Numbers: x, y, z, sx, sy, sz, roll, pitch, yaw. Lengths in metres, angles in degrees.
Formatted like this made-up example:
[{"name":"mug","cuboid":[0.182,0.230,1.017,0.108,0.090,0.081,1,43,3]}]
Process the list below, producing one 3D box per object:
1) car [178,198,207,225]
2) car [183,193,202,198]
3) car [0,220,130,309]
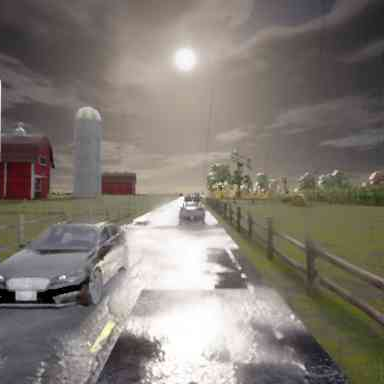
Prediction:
[{"name":"car","cuboid":[0.025,1.469,23.910,2.128,1.511,4.902,0,0,0]},{"name":"car","cuboid":[0.098,1.187,42.438,2.150,2.045,5.566,0,0,0]},{"name":"car","cuboid":[-2.770,1.484,8.046,2.128,1.511,4.902,0,0,1]}]
